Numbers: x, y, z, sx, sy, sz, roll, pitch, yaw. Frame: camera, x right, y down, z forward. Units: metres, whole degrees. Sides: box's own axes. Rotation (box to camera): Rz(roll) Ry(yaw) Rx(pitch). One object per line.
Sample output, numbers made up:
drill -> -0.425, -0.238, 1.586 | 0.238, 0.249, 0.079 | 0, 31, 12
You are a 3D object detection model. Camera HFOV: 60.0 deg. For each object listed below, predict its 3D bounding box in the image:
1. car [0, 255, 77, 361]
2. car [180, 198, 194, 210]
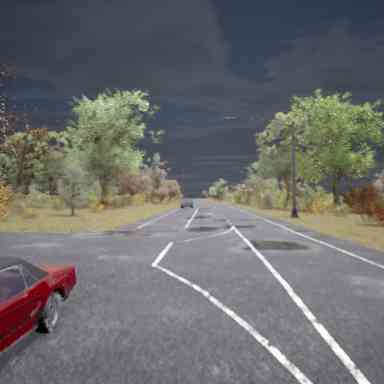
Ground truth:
car -> -3.193, 1.589, 4.058 | 1.895, 1.301, 4.718 | 0, 1, 3
car -> -0.886, 2.115, 60.893 | 2.150, 2.045, 5.566 | -1, -1, 3
